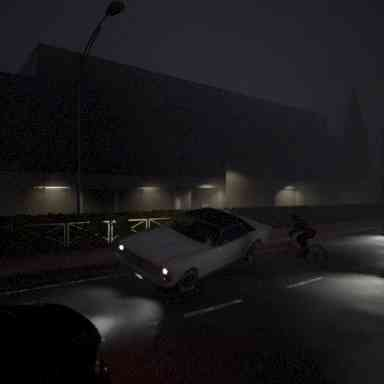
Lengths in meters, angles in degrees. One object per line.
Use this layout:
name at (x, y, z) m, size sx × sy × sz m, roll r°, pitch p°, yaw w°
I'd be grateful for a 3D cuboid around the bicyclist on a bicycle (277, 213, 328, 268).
bicyclist on a bicycle at (3.293, 1.461, 10.121) m, size 1.656 × 1.620 × 0.582 m, roll -3°, pitch -2°, yaw 44°

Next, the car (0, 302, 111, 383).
car at (-2.774, 1.492, 1.506) m, size 4.902 × 1.511 × 2.128 m, roll 0°, pitch 0°, yaw -41°

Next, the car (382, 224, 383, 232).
car at (7.532, 1.505, 9.786) m, size 4.892 × 1.490 × 1.837 m, roll 0°, pitch 0°, yaw -37°

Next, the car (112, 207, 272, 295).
car at (0.262, 1.286, 8.965) m, size 1.895 × 1.301 × 4.718 m, roll 18°, pitch 18°, yaw 37°
